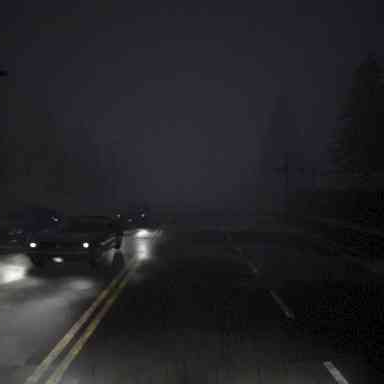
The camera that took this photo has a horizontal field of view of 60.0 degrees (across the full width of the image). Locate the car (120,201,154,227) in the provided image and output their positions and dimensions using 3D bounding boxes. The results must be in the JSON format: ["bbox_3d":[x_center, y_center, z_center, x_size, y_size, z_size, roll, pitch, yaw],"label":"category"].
[{"bbox_3d":[-3.565,1.341,21.482,1.812,1.442,4.674,0,0,0],"label":"car"}]

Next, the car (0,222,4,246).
[{"bbox_3d":[-3.599,1.332,2.172,2.097,1.767,4.553,0,0,0],"label":"car"}]

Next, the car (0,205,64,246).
[{"bbox_3d":[-7.092,1.354,14.303,1.882,1.535,5.008,0,0,0],"label":"car"}]

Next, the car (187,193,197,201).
[{"bbox_3d":[-0.005,0.952,66.555,1.812,1.442,4.674,0,0,0],"label":"car"}]

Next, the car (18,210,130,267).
[{"bbox_3d":[-3.596,1.504,11.172,1.895,1.301,4.718,0,0,0],"label":"car"}]
